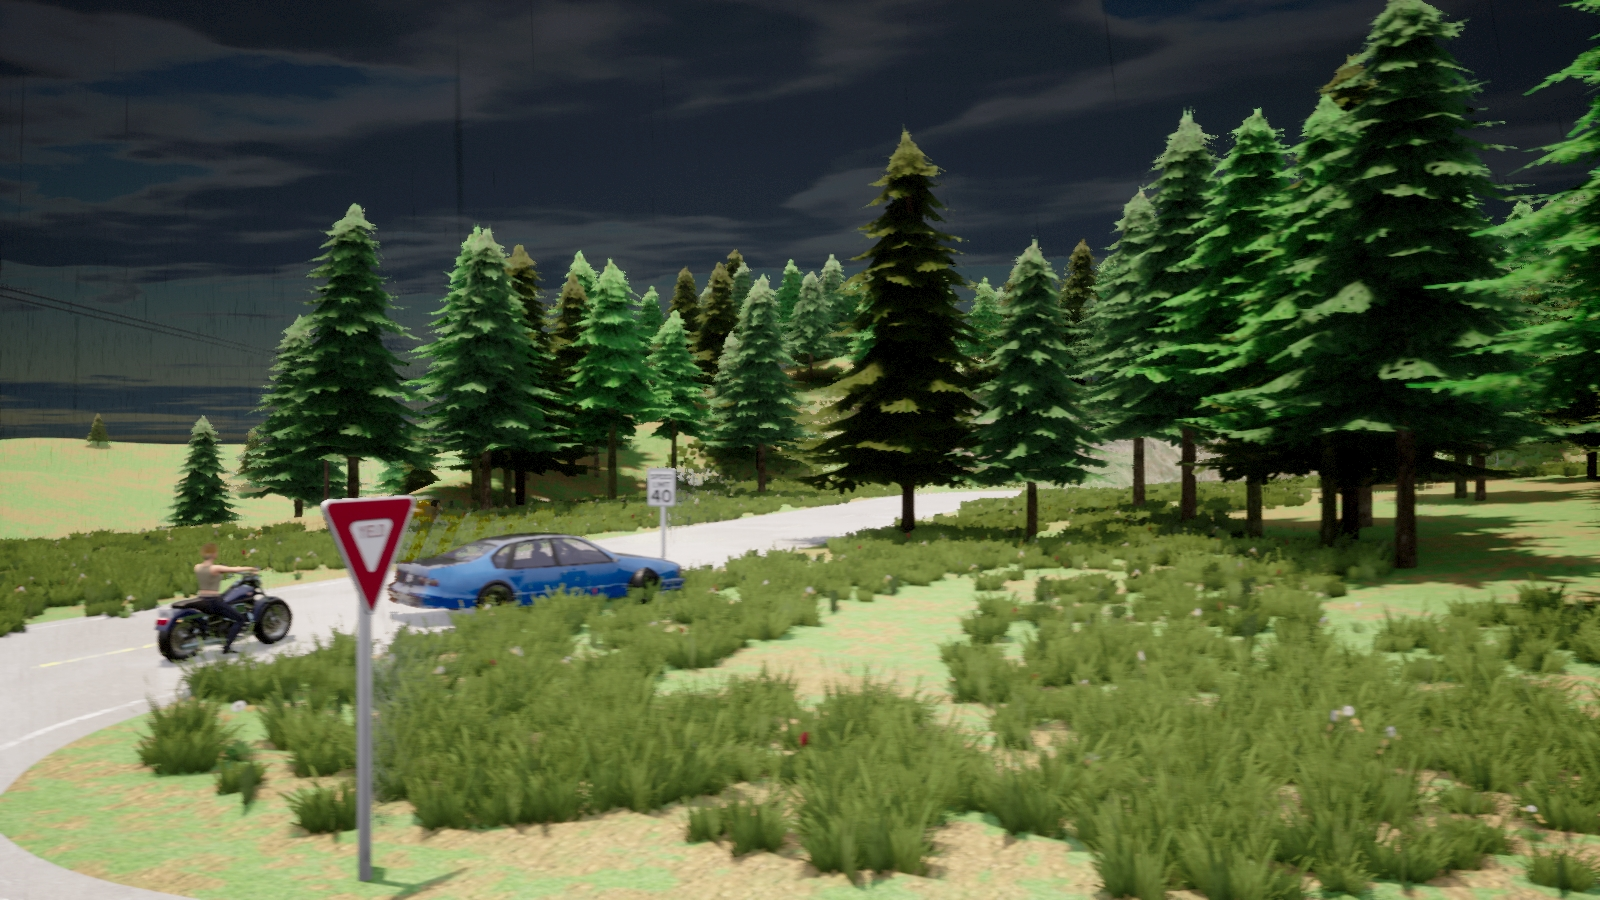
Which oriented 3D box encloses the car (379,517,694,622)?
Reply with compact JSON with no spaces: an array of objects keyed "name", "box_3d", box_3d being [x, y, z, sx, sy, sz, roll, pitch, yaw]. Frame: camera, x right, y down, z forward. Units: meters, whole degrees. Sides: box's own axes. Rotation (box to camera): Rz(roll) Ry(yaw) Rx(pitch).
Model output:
[{"name":"car","box_3d":[-4.774,2.107,21.237,5.357,1.411,2.033,0,0,-39]}]
